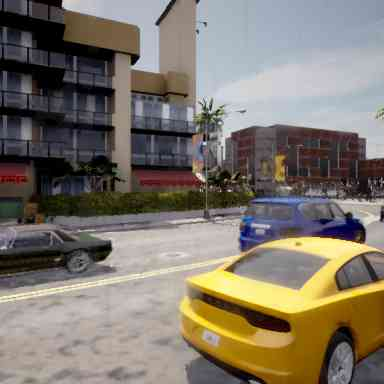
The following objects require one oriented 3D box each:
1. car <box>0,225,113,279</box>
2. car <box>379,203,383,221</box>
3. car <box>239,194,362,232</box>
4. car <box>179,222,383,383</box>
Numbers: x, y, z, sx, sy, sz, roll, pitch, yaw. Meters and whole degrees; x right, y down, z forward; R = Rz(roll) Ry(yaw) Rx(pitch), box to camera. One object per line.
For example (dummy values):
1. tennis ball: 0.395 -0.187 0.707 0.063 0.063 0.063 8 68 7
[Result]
1. car: -4.679 1.592 8.892 4.718 1.301 1.895 0 0 -37
2. car: 16.177 1.482 26.713 2.128 1.511 4.902 0 0 31
3. car: 3.879 1.216 11.264 5.566 2.045 2.150 0 0 -43
4. car: 2.126 1.476 5.194 5.008 1.535 1.882 1 -1 -39
